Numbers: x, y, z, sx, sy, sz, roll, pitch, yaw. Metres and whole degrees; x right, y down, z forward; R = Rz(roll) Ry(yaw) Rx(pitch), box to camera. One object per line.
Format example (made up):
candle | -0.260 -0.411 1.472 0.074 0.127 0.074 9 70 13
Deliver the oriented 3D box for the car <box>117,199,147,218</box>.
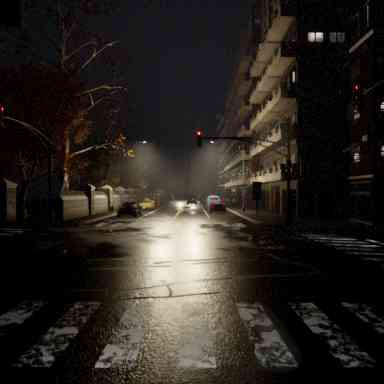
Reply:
car | -5.688 1.580 30.825 1.947 1.339 4.313 0 0 0

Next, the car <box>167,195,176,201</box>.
car | -5.690 1.669 92.757 2.008 1.369 4.403 0 0 0

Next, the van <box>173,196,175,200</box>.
van | -5.690 1.432 81.498 1.690 1.788 3.998 0 0 0

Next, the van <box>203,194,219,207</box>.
van | 2.693 1.366 42.087 1.690 1.788 3.998 0 0 0

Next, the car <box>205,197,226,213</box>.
car | 2.692 1.564 36.456 1.887 1.381 4.507 0 0 0

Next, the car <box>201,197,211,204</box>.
car | 2.691 1.602 64.607 1.887 1.381 4.507 0 0 0

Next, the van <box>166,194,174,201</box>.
van | -5.690 1.445 87.127 1.690 1.788 3.998 0 0 0

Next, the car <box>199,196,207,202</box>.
car | 2.690 1.635 81.497 1.887 1.381 4.507 0 0 0

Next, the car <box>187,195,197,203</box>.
car | 0.000 1.444 69.961 1.837 1.490 4.892 0 0 0

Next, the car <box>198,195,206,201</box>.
car | 2.690 1.544 87.127 1.967 1.590 4.097 0 0 0

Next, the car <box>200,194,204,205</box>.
car | 2.692 1.480 53.347 1.967 1.590 4.097 0 0 0

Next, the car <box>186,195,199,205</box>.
car | -0.001 1.597 59.542 2.033 1.411 5.357 0 0 0

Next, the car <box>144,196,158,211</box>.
car | -5.688 1.550 41.917 1.752 1.417 4.829 0 0 0

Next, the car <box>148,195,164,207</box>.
car | -5.688 1.347 47.717 2.192 1.841 5.009 0 0 0

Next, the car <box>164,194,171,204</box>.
car | -5.689 1.498 64.608 1.967 1.590 4.097 0 0 0

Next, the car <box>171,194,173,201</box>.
car | -5.689 1.508 70.237 1.967 1.590 4.097 0 0 0
